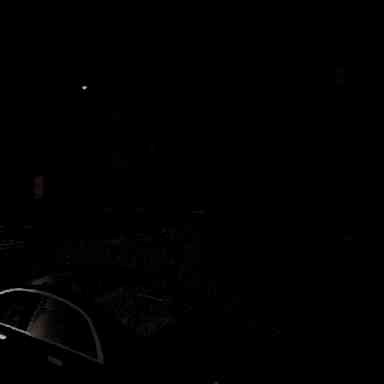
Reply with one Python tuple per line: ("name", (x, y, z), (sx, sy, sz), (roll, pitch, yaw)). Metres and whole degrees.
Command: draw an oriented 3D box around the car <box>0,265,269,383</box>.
("car", (-1.342, 1.555, 3.802), (4.403, 1.369, 2.008), (0, 0, 35))
